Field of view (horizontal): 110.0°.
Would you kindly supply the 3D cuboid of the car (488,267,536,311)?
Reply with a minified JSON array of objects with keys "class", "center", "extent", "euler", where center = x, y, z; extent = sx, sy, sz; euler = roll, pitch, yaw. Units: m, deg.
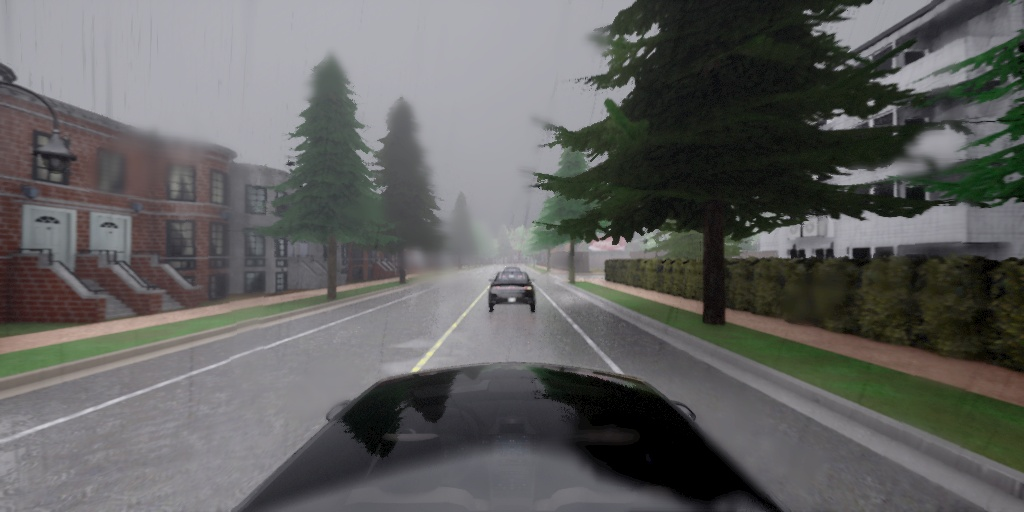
[{"class":"car","center":[0.010,1.392,15.319],"extent":[2.128,1.511,4.902],"euler":[0,0,0]}]
